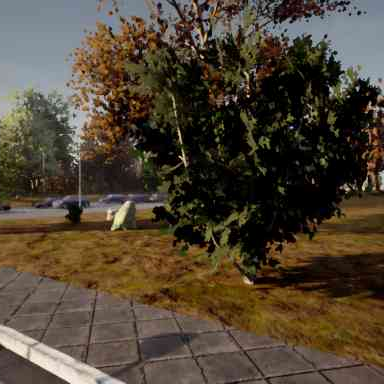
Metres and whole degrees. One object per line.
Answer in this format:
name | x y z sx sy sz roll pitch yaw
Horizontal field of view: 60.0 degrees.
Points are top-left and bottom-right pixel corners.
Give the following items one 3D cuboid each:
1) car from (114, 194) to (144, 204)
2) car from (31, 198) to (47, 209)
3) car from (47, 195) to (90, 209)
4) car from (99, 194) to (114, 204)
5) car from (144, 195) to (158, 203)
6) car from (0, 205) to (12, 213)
car | -8.798 0.959 50.900 2.033 1.411 5.357 0 3 39
car | -18.552 1.401 44.433 2.033 1.411 5.357 0 2 39
car | -15.490 1.179 42.650 2.097 1.767 4.553 0 2 39
car | -12.338 1.009 52.076 1.812 1.442 4.674 0 2 39
car | -4.676 0.867 50.126 1.994 1.385 4.181 0 3 39
car | -21.768 1.646 34.901 1.895 1.301 4.718 0 1 39
